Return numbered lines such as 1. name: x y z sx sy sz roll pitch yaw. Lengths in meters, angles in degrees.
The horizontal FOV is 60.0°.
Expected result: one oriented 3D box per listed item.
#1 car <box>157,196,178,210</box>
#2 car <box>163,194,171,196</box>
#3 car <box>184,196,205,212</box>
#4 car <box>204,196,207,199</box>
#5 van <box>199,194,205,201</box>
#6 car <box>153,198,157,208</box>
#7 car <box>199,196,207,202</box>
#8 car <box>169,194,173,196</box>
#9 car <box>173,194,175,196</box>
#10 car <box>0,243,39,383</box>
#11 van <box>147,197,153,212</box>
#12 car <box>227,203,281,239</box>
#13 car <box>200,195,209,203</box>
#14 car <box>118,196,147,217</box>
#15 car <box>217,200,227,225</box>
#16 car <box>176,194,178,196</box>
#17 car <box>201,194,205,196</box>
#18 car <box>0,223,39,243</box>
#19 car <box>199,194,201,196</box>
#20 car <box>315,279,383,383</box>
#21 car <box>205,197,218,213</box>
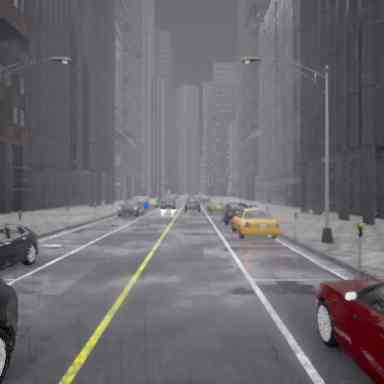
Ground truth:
1. car: -3.074 1.617 43.889 1.994 1.385 4.181 0 0 0
2. car: -5.746 1.664 65.137 1.947 1.339 4.313 0 0 0
3. car: 0.061 1.537 39.059 2.128 1.511 4.902 0 0 0
4. car: 2.774 1.577 42.875 1.752 1.417 4.829 0 0 0
5. van: 2.785 1.505 93.187 1.690 1.788 3.998 0 0 0
6. car: -5.750 1.586 48.138 1.752 1.417 4.829 0 0 0
7. car: 2.783 1.718 81.967 1.802 1.307 4.206 0 0 0
8. car: -5.745 1.550 70.747 1.967 1.590 4.097 0 0 0
9. car: -5.743 1.437 76.356 2.192 1.841 5.009 0 0 0
10. car: -3.098 1.507 2.292 1.837 1.490 4.892 0 0 0
11. van: -5.752 1.384 37.090 1.690 1.788 3.998 0 0 0
12. car: 3.155 1.477 17.337 1.801 1.575 5.366 0 0 0
13. car: 2.782 1.563 76.359 1.967 1.590 4.097 0 0 0
14. car: -5.754 1.477 31.481 1.967 1.590 4.097 0 0 0
15. car: 3.152 1.532 24.147 1.837 1.490 4.892 0 0 0
16. car: -5.740 1.715 93.184 2.008 1.369 4.403 0 0 0
17. car: 2.779 1.649 65.140 2.008 1.369 4.403 0 0 0
18. car: -5.759 1.561 9.042 2.008 1.369 4.403 0 0 0
19. car: 0.043 1.424 53.106 2.097 1.767 4.553 0 0 1
20. car: 2.765 1.549 3.441 1.887 1.381 4.507 0 0 0
21. car: 2.773 1.569 37.266 1.752 1.417 4.829 0 0 0
